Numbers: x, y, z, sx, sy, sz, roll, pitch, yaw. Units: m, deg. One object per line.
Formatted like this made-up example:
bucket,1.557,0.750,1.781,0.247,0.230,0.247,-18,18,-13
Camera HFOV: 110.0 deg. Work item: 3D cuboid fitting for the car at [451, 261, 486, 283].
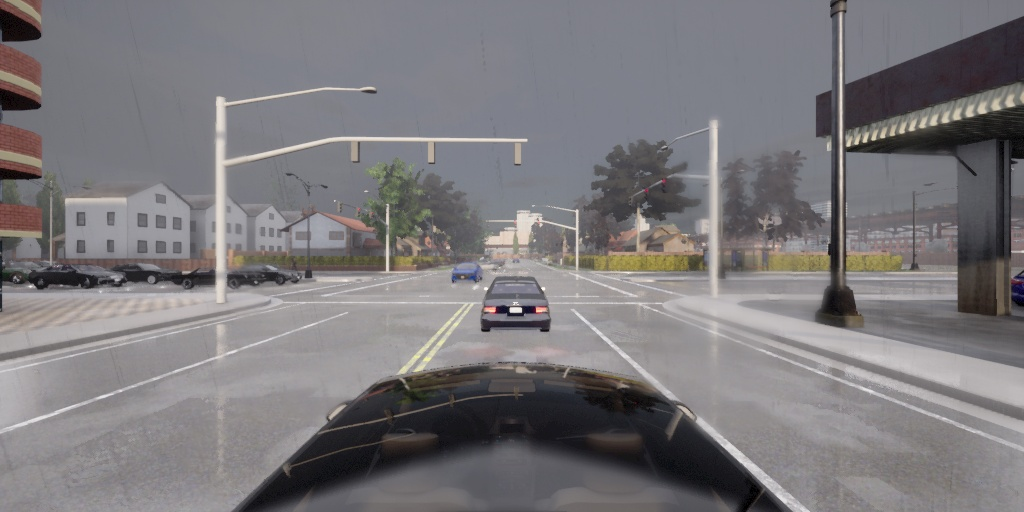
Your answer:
car,-3.392,1.227,27.755,1.882,1.535,5.008,0,0,2

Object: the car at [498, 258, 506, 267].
car,-2.689,1.297,65.402,2.033,1.411,5.357,0,0,1

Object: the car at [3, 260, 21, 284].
car,-36.054,1.102,26.133,4.553,1.767,2.097,0,0,1

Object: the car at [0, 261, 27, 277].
car,-50.280,1.255,34.493,4.892,1.490,1.837,0,0,2

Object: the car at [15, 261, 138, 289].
car,-27.124,1.242,22.489,4.902,1.511,2.128,0,0,1

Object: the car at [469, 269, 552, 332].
car,0.087,1.297,10.812,2.033,1.411,5.357,0,0,0

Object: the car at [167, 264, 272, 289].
car,-18.092,1.351,22.331,4.718,1.301,1.895,0,0,1

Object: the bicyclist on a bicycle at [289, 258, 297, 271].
bicyclist on a bicycle,-26.522,1.051,43.463,0.582,1.620,1.656,0,0,1

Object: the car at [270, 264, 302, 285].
car,-17.707,1.276,25.858,4.674,1.442,1.812,0,0,1

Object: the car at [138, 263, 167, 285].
car,-26.769,1.228,25.982,5.008,1.535,1.882,0,0,1

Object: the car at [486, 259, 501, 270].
car,-3.051,1.351,47.371,1.895,1.301,4.718,0,0,5
